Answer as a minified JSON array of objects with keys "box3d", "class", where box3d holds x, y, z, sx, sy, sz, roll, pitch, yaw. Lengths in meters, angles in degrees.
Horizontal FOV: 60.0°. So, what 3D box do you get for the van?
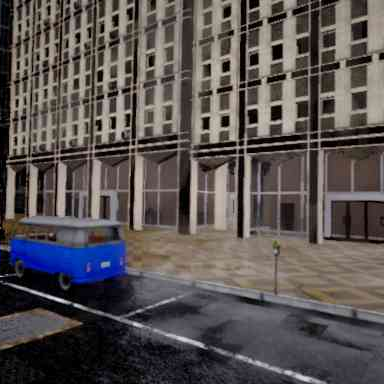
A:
[{"box3d":[-3.718,1.651,9.659,3.998,1.788,1.690,-1,-2,36],"class":"van"}]
